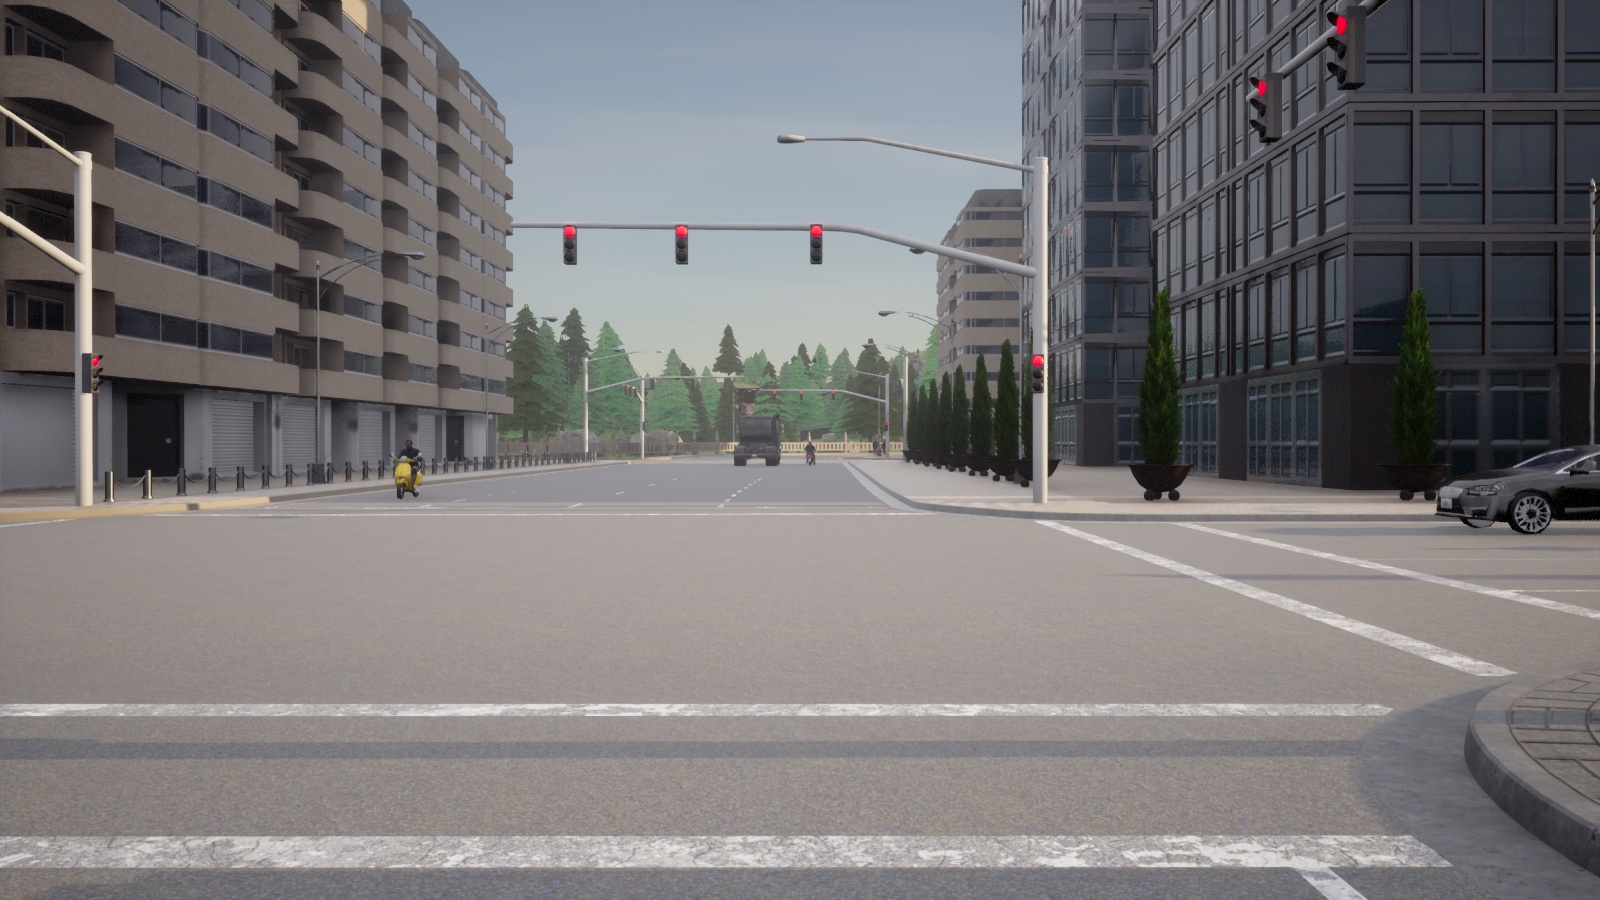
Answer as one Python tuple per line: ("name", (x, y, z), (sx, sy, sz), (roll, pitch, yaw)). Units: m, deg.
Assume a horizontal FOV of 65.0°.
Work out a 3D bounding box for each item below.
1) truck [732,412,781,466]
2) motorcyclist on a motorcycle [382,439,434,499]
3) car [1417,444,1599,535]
("truck", (-2.822, -0.710, 83.605), (2.891, 3.462, 7.936), (0, 0, 1))
("motorcyclist on a motorcycle", (-10.623, 0.499, 34.094), (0.866, 1.590, 1.817), (0, 0, 0))
("car", (13.678, 0.646, 21.788), (4.902, 1.511, 2.128), (0, 0, 1))
